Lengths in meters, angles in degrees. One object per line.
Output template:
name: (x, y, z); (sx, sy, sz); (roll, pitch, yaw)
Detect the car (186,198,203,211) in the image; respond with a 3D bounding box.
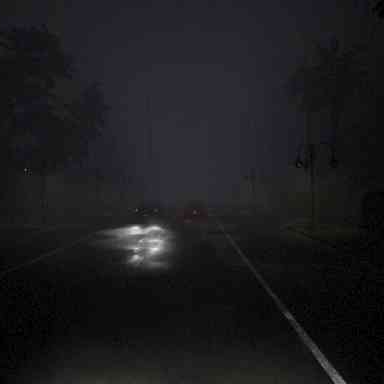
car: (0.327, 1.547, 41.354); (2.033, 1.411, 5.357); (0, 0, 0)

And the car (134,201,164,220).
car: (-3.357, 1.401, 26.492); (1.895, 1.301, 4.718); (0, 0, 0)

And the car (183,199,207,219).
car: (0.259, 1.478, 29.016); (1.882, 1.535, 5.008); (0, 0, 0)
